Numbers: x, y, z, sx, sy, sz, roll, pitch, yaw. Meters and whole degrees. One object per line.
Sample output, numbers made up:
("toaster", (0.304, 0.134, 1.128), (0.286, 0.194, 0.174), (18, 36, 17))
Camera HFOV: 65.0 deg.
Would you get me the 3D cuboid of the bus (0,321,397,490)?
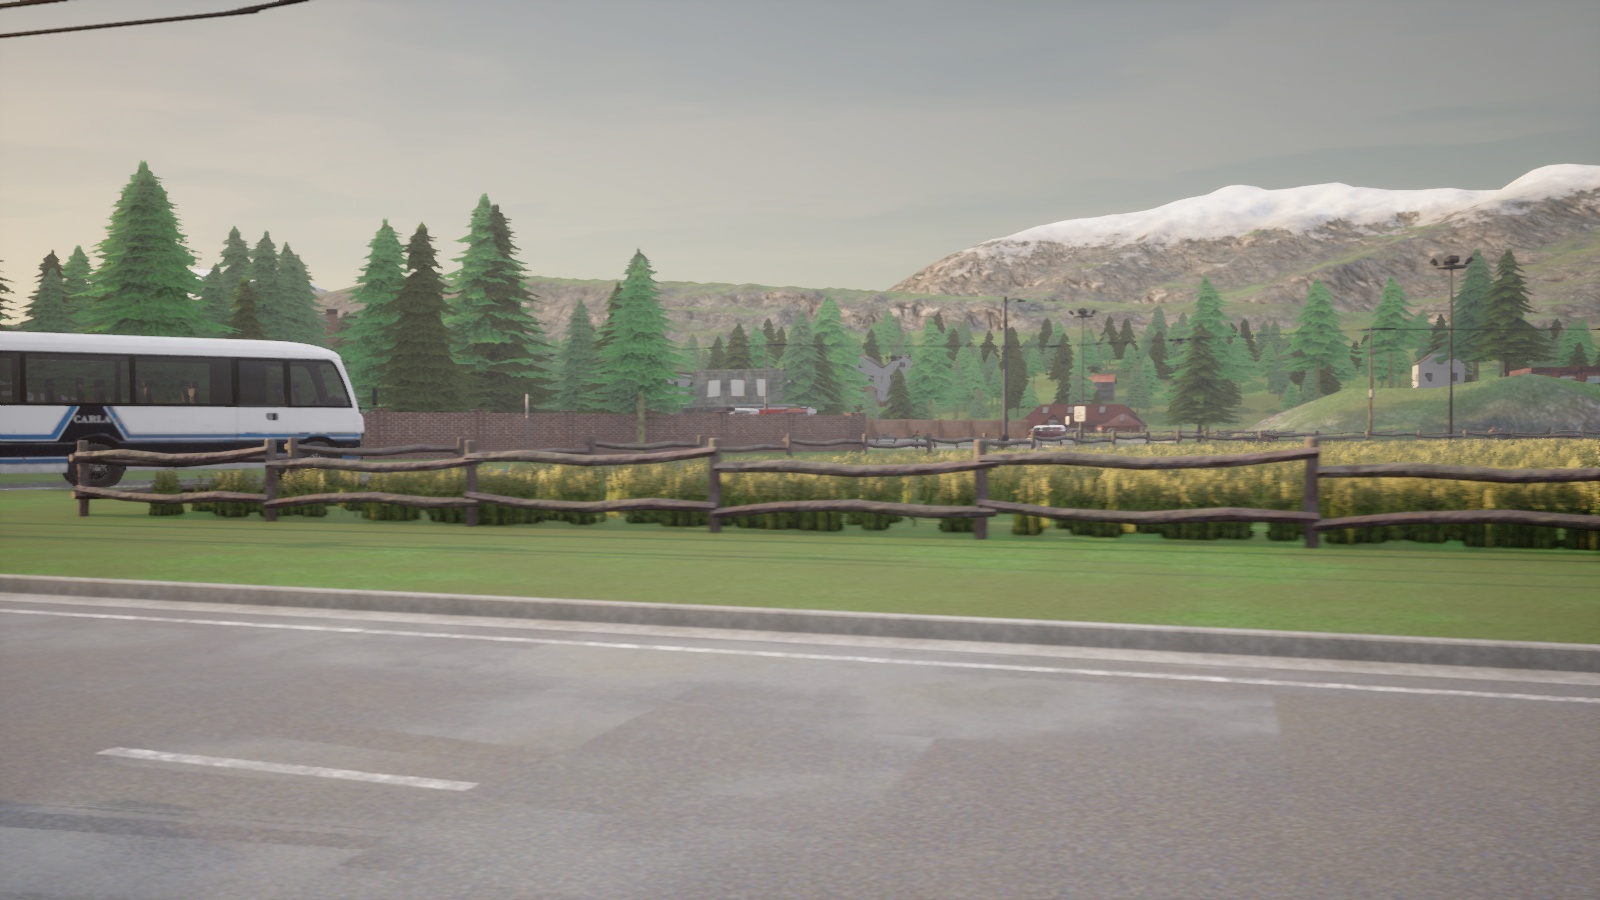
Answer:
("bus", (-17.326, -1.192, 36.018), (10.273, 4.253, 3.944), (0, 1, -35))
